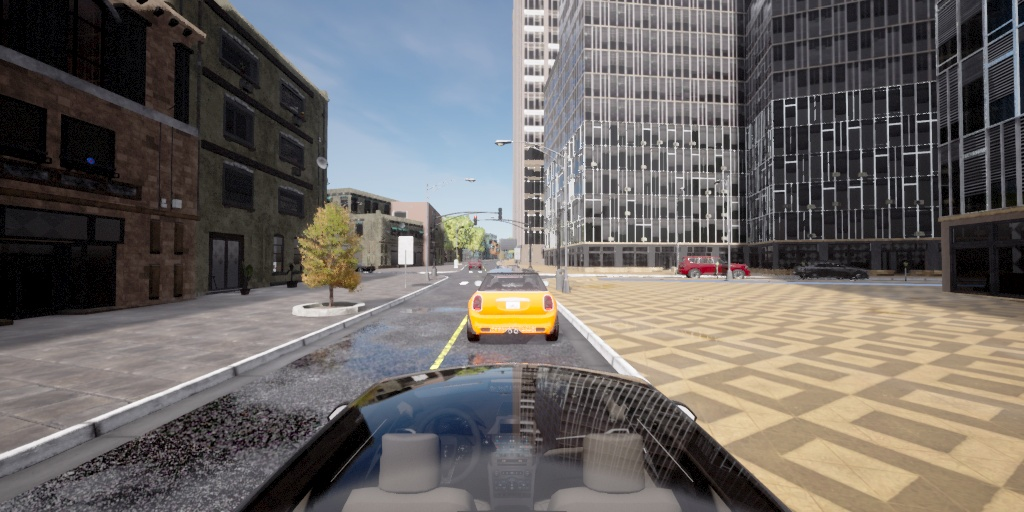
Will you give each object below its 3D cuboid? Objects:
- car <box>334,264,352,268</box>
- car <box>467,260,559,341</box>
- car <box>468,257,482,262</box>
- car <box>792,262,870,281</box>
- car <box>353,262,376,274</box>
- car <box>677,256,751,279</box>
[{"bbox_3d":[-20.590,1.317,40.141,4.313,1.339,1.948,0,0,18],"label":"car"},{"bbox_3d":[0.003,1.105,10.002,2.097,1.767,4.553,0,0,0],"label":"car"},{"bbox_3d":[-5.483,1.240,53.359,1.882,1.535,5.008,0,0,-6],"label":"car"},{"bbox_3d":[24.818,1.162,28.060,4.674,1.442,1.812,0,-1,18],"label":"car"},{"bbox_3d":[-18.416,1.388,42.039,4.718,1.301,1.895,0,-1,18],"label":"car"},{"bbox_3d":[15.742,0.938,28.258,5.009,1.841,2.192,0,0,18],"label":"car"}]
